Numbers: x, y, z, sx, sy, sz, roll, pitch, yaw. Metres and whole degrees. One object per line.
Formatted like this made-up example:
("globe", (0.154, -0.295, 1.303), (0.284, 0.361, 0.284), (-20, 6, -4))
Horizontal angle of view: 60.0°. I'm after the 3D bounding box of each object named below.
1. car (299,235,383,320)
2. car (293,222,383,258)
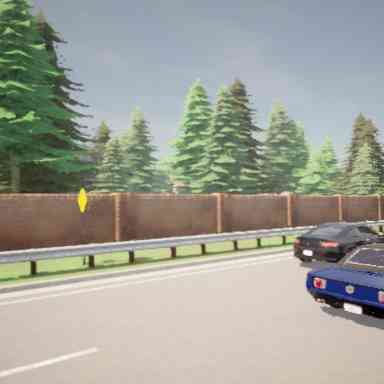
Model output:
("car", (4.633, 1.754, 7.057), (4.718, 1.301, 1.895), (0, -2, -34))
("car", (5.610, 1.803, 11.975), (4.674, 1.442, 1.812), (1, -2, -34))
